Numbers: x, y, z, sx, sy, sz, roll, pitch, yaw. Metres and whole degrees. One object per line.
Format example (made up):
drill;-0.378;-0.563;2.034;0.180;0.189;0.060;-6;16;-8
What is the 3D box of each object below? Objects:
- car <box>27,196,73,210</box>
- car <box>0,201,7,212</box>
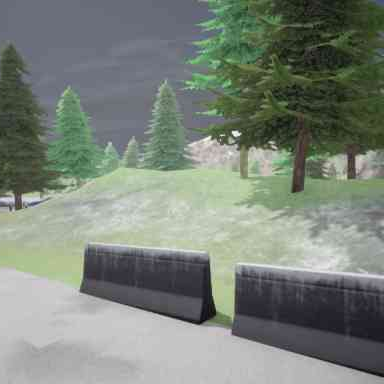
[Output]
car;-18.462;1.374;42.803;5.008;1.535;1.882;0;0;-42
car;-21.870;1.398;34.400;2.128;1.511;4.902;0;0;42
